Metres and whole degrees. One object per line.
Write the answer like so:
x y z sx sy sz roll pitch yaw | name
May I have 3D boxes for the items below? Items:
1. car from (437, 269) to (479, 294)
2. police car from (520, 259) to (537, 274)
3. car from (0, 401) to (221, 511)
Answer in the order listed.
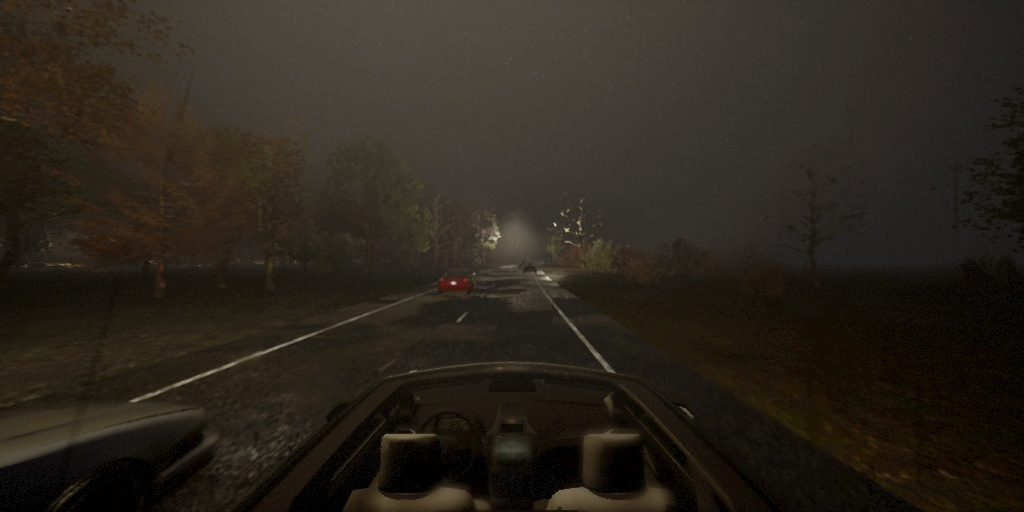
-3.176 1.485 21.760 1.994 1.385 4.181 0 -1 1 | car
2.475 1.602 49.868 1.930 1.638 5.238 0 0 3 | police car
-3.396 1.281 0.536 2.033 1.411 5.357 0 -1 0 | car
